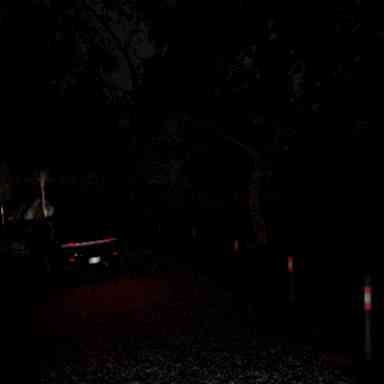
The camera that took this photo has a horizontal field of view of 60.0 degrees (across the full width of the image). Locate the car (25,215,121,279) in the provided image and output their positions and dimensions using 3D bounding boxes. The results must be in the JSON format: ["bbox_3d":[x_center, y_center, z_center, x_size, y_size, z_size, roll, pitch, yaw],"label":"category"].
[{"bbox_3d":[-3.844,1.473,10.253,2.128,1.511,4.902,-3,2,-36],"label":"car"}]
